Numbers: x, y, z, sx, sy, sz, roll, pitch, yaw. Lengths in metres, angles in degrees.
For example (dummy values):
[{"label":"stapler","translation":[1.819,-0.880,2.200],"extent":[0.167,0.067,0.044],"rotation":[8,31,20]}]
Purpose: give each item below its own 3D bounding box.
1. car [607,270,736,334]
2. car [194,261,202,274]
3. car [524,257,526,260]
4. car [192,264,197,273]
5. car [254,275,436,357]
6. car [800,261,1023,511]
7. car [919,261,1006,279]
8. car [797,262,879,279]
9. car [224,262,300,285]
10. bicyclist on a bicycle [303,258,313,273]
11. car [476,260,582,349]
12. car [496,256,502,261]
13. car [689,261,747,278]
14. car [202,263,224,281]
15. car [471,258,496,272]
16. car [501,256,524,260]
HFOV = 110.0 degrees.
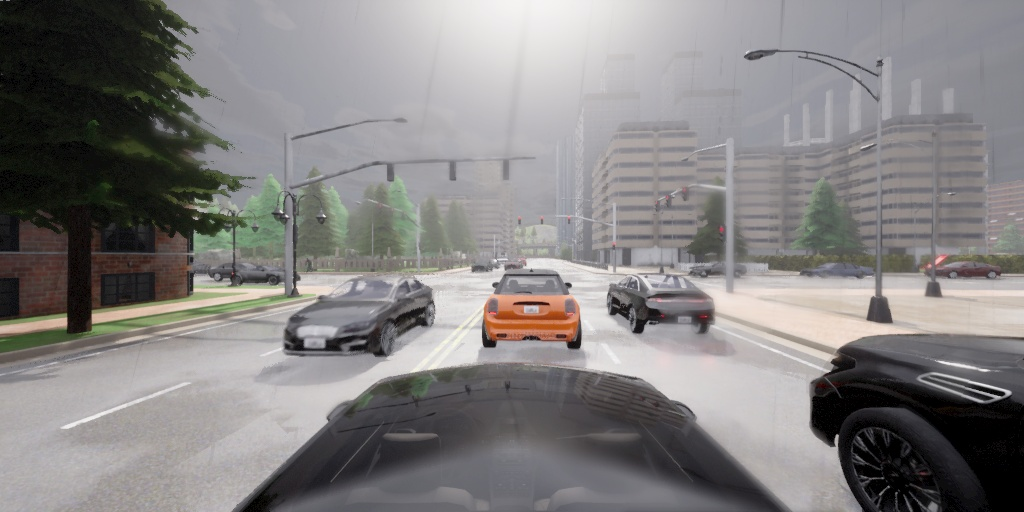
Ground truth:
[{"label":"car","translation":[4.092,1.241,10.596],"extent":[2.128,1.511,4.902],"rotation":[0,0,4]},{"label":"car","translation":[-33.951,1.241,37.062],"extent":[4.902,1.511,2.128],"rotation":[0,0,4]},{"label":"car","translation":[0.791,1.313,58.804],"extent":[1.994,1.385,4.181],"rotation":[0,0,5]},{"label":"car","translation":[-25.953,1.351,25.778],"extent":[4.718,1.301,1.895],"rotation":[0,0,4]},{"label":"car","translation":[-3.246,1.241,8.640],"extent":[2.128,1.511,4.902],"rotation":[0,0,4]},{"label":"car","translation":[3.708,0.971,0.759],"extent":[2.150,2.045,5.566],"rotation":[0,0,0]},{"label":"car","translation":[39.788,1.227,31.746],"extent":[5.008,1.535,1.882],"rotation":[0,0,4]},{"label":"car","translation":[29.425,1.297,32.502],"extent":[5.357,1.411,2.033],"rotation":[0,0,4]},{"label":"car","translation":[-17.217,1.314,25.138],"extent":[4.181,1.385,1.994],"rotation":[0,0,4]},{"label":"bicyclist on a bicycle","translation":[-22.758,1.050,40.054],"extent":[0.582,1.620,1.656],"rotation":[0,0,4]},{"label":"car","translation":[0.517,1.102,9.368],"extent":[2.097,1.767,4.553],"rotation":[0,0,3]},{"label":"car","translation":[-3.023,1.240,54.816],"extent":[2.128,1.511,4.902],"rotation":[0,0,4]},{"label":"car","translation":[19.002,1.241,33.254],"extent":[4.902,1.511,2.128],"rotation":[0,0,4]},{"label":"car","translation":[-21.705,1.255,28.974],"extent":[4.892,1.490,1.837],"rotation":[0,0,4]},{"label":"car","translation":[-3.759,1.102,45.884],"extent":[2.097,1.767,4.553],"rotation":[0,0,6]},{"label":"car","translation":[0.135,1.102,50.056],"extent":[2.097,1.767,4.553],"rotation":[0,0,4]}]
